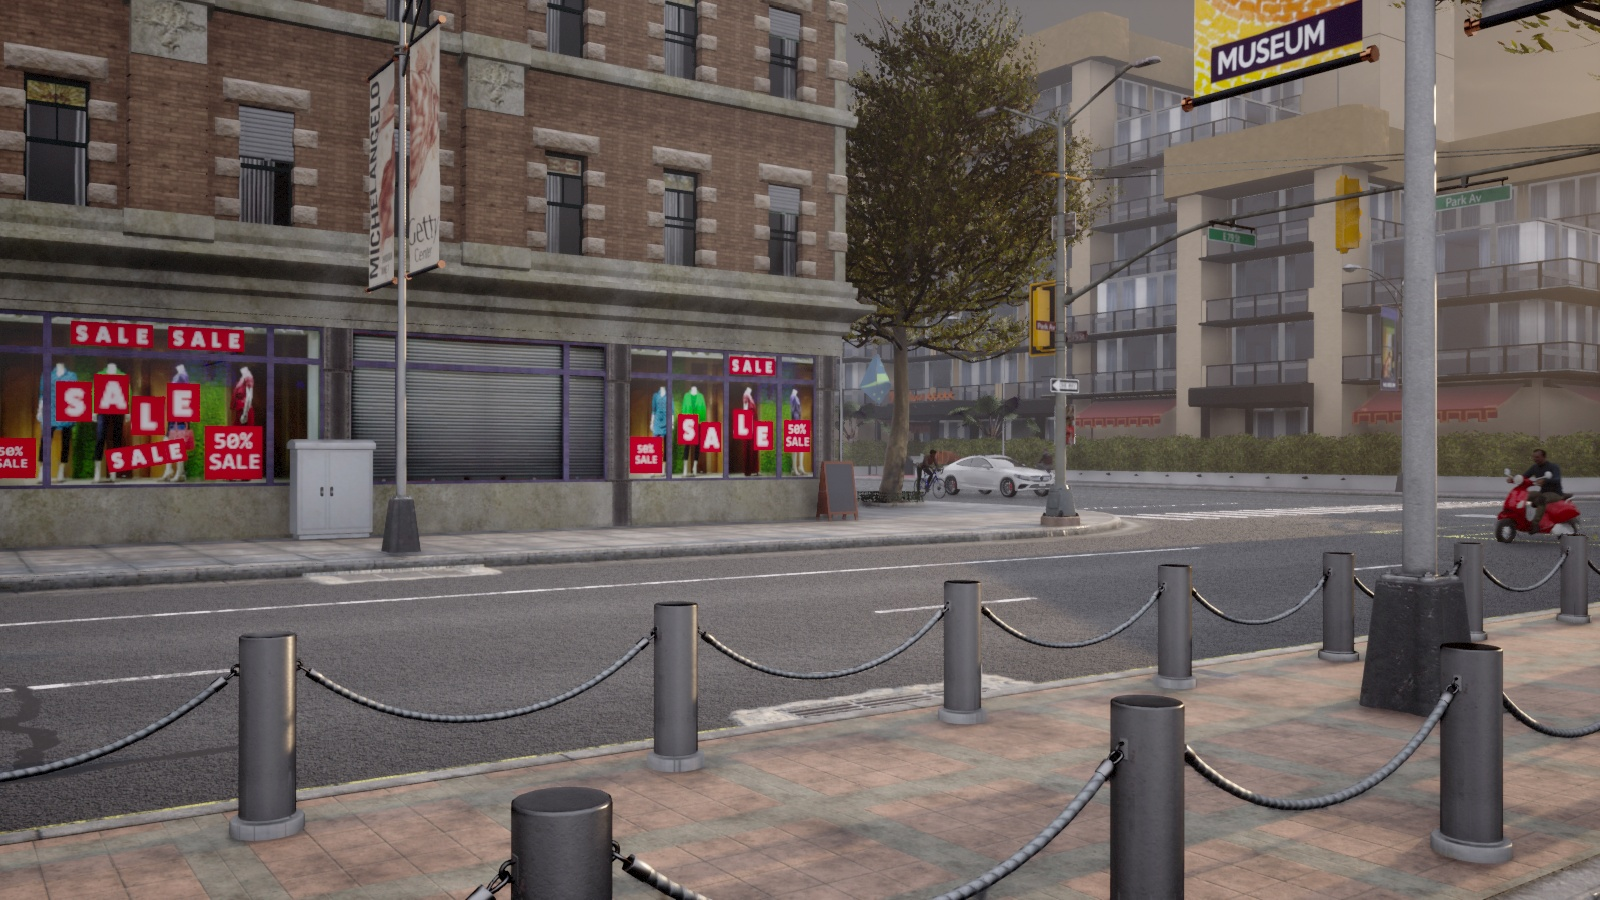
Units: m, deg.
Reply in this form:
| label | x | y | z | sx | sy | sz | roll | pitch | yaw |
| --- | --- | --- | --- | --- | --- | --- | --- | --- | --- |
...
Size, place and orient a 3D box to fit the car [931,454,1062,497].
| label | x | y | z | sx | sy | sz | roll | pitch | yaw |
| --- | --- | --- | --- | --- | --- | --- | --- | --- | --- |
| car | 6.844 | 0.864 | 44.275 | 1.812 | 1.442 | 4.674 | 0 | 0 | -35 |

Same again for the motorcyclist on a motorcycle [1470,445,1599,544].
| label | x | y | z | sx | sy | sz | roll | pitch | yaw |
| --- | --- | --- | --- | --- | --- | --- | --- | --- | --- |
| motorcyclist on a motorcycle | 12.355 | 0.724 | 21.137 | 1.817 | 1.590 | 0.866 | 0 | 1 | -18 |

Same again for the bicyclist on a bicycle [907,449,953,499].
| label | x | y | z | sx | sy | sz | roll | pitch | yaw |
| --- | --- | --- | --- | --- | --- | --- | --- | --- | --- |
| bicyclist on a bicycle | 4.320 | 0.791 | 41.780 | 0.582 | 1.620 | 1.656 | 0 | 0 | -35 |
